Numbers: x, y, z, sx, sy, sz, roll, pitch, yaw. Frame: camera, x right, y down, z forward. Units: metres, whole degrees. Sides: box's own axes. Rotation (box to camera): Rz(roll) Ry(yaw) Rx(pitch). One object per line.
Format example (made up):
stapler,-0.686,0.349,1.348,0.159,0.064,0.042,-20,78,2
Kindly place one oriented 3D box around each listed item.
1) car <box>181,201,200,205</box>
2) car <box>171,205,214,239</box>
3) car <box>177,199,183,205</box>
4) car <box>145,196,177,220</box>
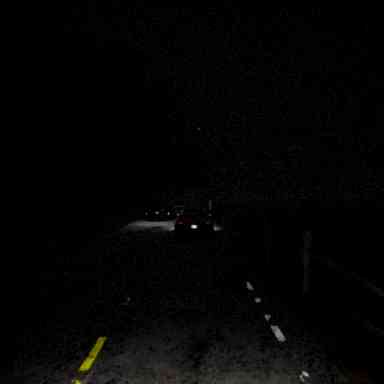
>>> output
car,0.112,1.796,36.857,1.895,1.301,4.718,0,-1,0
car,0.106,1.633,17.969,1.994,1.385,4.181,0,0,0
car,-2.728,2.246,72.035,2.033,1.411,5.357,0,-1,0
car,-2.840,1.357,30.020,2.150,2.045,5.566,0,0,0
